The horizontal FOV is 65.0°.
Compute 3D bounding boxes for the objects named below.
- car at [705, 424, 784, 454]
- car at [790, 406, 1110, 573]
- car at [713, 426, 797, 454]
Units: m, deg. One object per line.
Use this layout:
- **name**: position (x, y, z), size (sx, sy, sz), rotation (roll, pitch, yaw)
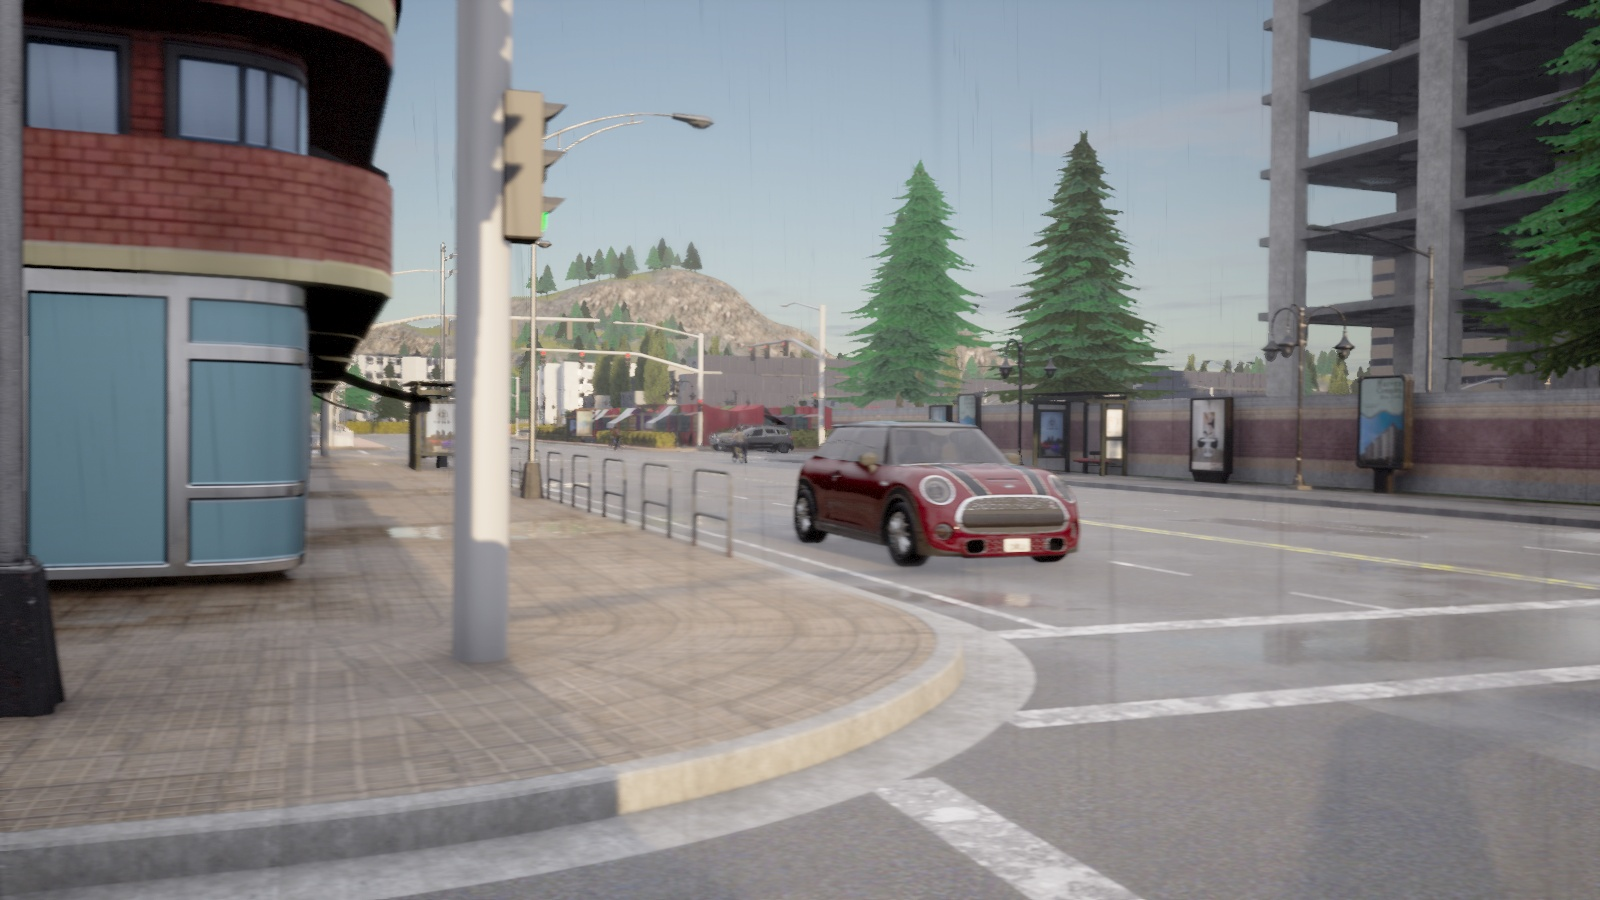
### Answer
- **car**: position (-3.552, -0.708, 80.224), size (4.605, 1.855, 1.932), rotation (-1, 1, -22)
- **car**: position (1.670, 0.381, 15.820), size (2.097, 1.767, 4.553), rotation (-1, 1, -21)
- **car**: position (-2.727, -0.630, 76.735), size (4.611, 1.667, 2.242), rotation (-1, 1, -23)
